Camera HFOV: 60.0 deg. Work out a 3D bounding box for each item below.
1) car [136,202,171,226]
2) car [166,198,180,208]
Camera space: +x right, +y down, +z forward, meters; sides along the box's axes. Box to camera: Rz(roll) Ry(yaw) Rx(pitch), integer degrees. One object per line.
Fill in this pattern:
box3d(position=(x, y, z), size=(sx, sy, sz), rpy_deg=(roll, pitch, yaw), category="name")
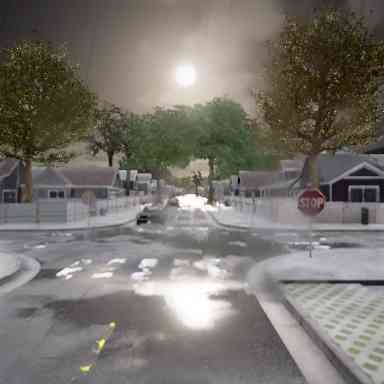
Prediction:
box3d(position=(-2.755, 1.647, 23.680), size=(1.895, 1.301, 4.718), rpy_deg=(0, 0, 0), category="car")
box3d(position=(-2.760, 1.582, 49.353), size=(1.882, 1.535, 5.008), rpy_deg=(0, 0, 0), category="car")
